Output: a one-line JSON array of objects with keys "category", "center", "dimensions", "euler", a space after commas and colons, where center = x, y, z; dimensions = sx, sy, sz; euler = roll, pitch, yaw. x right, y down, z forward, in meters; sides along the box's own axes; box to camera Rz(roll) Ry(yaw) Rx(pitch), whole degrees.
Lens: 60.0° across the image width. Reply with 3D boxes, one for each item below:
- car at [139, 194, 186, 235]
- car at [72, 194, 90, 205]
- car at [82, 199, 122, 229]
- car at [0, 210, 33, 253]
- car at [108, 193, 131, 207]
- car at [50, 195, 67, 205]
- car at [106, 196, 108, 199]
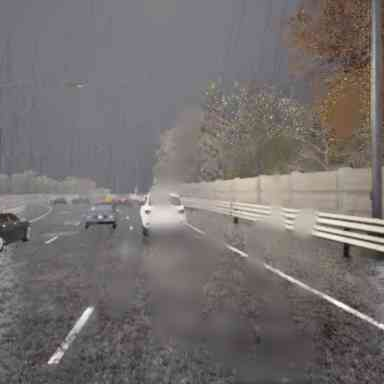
[{"category": "car", "center": [-1.694, 1.105, 18.298], "dimensions": [2.150, 2.045, 5.566], "euler": [0, 0, -10]}, {"category": "car", "center": [-18.100, 1.107, 54.234], "dimensions": [2.097, 1.767, 4.553], "euler": [-1, 0, -32]}, {"category": "car", "center": [-5.681, 1.441, 21.137], "dimensions": [2.033, 1.411, 5.357], "euler": [-1, 0, -12]}, {"category": "car", "center": [-7.924, 1.472, 13.150], "dimensions": [1.837, 1.490, 4.892], "euler": [0, 0, -7]}, {"category": "car", "center": [-9.787, 1.105, 45.642], "dimensions": [2.097, 1.767, 4.553], "euler": [-1, 0, -21]}, {"category": "car", "center": [-21.167, 1.296, 52.547], "dimensions": [1.837, 1.490, 4.892], "euler": [-1, 1, -32]}, {"category": "car", "center": [-13.282, 1.189, 55.313], "dimensions": [1.882, 1.535, 5.008], "euler": [-1, 0, -17]}]
